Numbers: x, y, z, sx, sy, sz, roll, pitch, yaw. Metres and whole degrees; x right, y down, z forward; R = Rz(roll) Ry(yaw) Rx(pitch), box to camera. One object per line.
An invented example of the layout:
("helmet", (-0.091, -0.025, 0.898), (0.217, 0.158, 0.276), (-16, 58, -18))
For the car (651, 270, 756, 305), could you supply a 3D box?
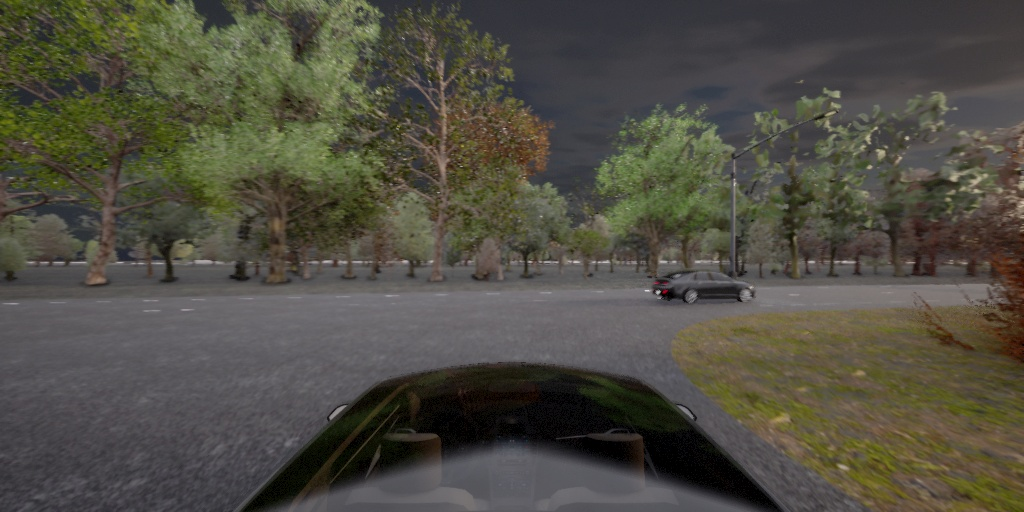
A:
("car", (9.049, 1.424, 16.976), (4.892, 1.490, 1.837), (0, 0, -13))
